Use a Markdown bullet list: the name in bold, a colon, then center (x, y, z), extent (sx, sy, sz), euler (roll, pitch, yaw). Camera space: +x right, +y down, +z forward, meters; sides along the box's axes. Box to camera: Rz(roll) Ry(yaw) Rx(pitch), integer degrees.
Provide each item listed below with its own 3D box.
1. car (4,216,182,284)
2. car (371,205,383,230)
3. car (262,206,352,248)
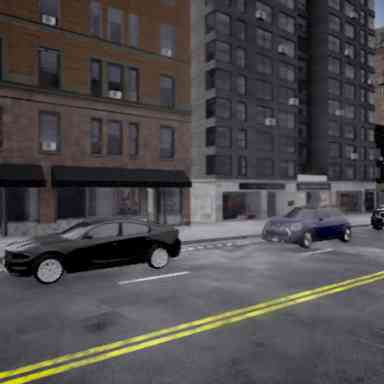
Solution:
- **car**: center (-2.657, 1.493, 9.769), extent (5.008, 1.535, 1.882), euler (1, 0, -35)
- **car**: center (13.803, 1.424, 21.389), extent (5.566, 2.045, 2.150), euler (1, 0, -35)
- **car**: center (5.388, 1.458, 15.464), extent (4.553, 1.767, 2.097), euler (1, 0, -35)
